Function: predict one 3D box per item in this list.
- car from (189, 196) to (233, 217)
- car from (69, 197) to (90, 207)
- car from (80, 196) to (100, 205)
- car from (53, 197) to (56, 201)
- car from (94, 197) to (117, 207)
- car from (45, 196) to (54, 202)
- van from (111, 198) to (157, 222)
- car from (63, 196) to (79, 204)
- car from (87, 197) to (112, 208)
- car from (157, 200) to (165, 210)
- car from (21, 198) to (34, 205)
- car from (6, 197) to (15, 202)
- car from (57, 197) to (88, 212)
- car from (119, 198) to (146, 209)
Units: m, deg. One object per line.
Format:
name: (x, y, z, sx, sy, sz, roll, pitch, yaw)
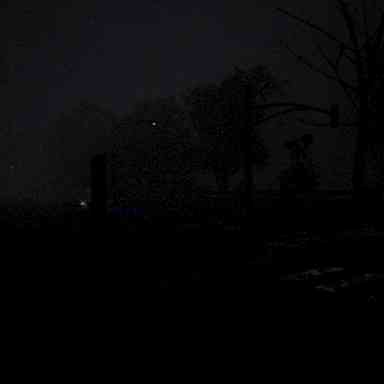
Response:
car: (1.816, 1.340, 32.407, 2.192, 1.841, 5.009, -1, 0, -36)
car: (-19.030, 1.620, 56.039, 1.837, 1.490, 4.892, -1, 0, -36)
car: (-18.469, 1.565, 60.349, 1.882, 1.535, 5.008, -1, 0, -36)
car: (-28.290, 1.675, 73.122, 2.008, 1.369, 4.403, -1, 0, -36)
car: (-14.301, 1.577, 54.725, 1.837, 1.490, 4.892, -1, 0, -36)
car: (-34.951, 1.693, 82.226, 1.887, 1.381, 4.507, -1, 0, -36)
van: (-4.924, 1.458, 27.781, 1.690, 1.788, 3.998, -1, 0, -36)
car: (-24.945, 1.657, 68.590, 1.887, 1.381, 4.507, -1, 0, -36)
car: (-13.479, 1.697, 48.622, 1.895, 1.301, 4.718, -1, 0, -36)
car: (-4.871, 1.627, 41.453, 1.802, 1.307, 4.206, -1, 0, -36)
car: (-31.694, 1.771, 63.977, 1.947, 1.339, 4.313, -1, 0, -36)
car: (-44.858, 1.796, 82.218, 1.887, 1.381, 4.507, -1, 0, -36)
car: (-14.961, 1.699, 41.356, 2.008, 1.369, 4.403, -1, 0, -36)
car: (-8.318, 1.582, 46.112, 1.752, 1.417, 4.829, -1, 0, -36)
